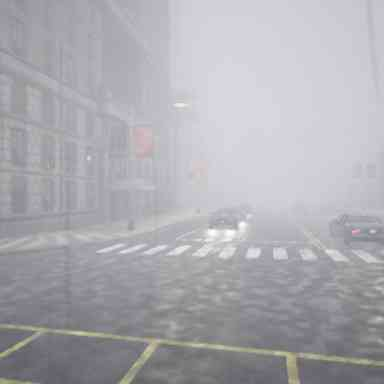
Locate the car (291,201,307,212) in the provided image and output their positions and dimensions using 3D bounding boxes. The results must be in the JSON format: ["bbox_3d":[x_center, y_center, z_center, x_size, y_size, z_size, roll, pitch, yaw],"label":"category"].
[{"bbox_3d":[15.179,2.045,47.226,2.128,1.511,4.902,-1,-1,14],"label":"car"}]

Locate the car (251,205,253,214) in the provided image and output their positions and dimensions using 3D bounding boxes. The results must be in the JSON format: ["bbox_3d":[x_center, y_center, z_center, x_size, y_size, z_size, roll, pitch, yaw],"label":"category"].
[{"bbox_3d":[6.867,2.112,42.967,1.994,1.385,4.181,-1,-1,14],"label":"car"}]

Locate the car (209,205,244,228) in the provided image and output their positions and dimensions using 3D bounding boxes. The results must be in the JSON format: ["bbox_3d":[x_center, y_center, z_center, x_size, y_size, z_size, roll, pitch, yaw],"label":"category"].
[{"bbox_3d":[2.540,1.890,24.739,1.994,1.385,4.181,-1,-1,13],"label":"car"}]

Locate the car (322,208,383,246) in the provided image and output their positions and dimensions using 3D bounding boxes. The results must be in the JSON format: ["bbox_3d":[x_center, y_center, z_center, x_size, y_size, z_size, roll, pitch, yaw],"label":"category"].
[{"bbox_3d":[8.030,1.723,16.241,2.033,1.411,5.357,-1,-1,12],"label":"car"}]

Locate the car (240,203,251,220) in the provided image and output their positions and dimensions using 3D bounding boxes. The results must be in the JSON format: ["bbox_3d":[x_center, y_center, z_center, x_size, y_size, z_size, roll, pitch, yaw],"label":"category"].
[{"bbox_3d":[4.536,2.032,33.319,1.895,1.301,4.718,-1,-1,13],"label":"car"}]

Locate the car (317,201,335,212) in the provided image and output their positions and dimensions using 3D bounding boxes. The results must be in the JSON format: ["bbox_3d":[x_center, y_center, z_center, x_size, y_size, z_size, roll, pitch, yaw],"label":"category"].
[{"bbox_3d":[18.676,2.045,46.376,1.812,1.442,4.674,-1,-1,14],"label":"car"}]
